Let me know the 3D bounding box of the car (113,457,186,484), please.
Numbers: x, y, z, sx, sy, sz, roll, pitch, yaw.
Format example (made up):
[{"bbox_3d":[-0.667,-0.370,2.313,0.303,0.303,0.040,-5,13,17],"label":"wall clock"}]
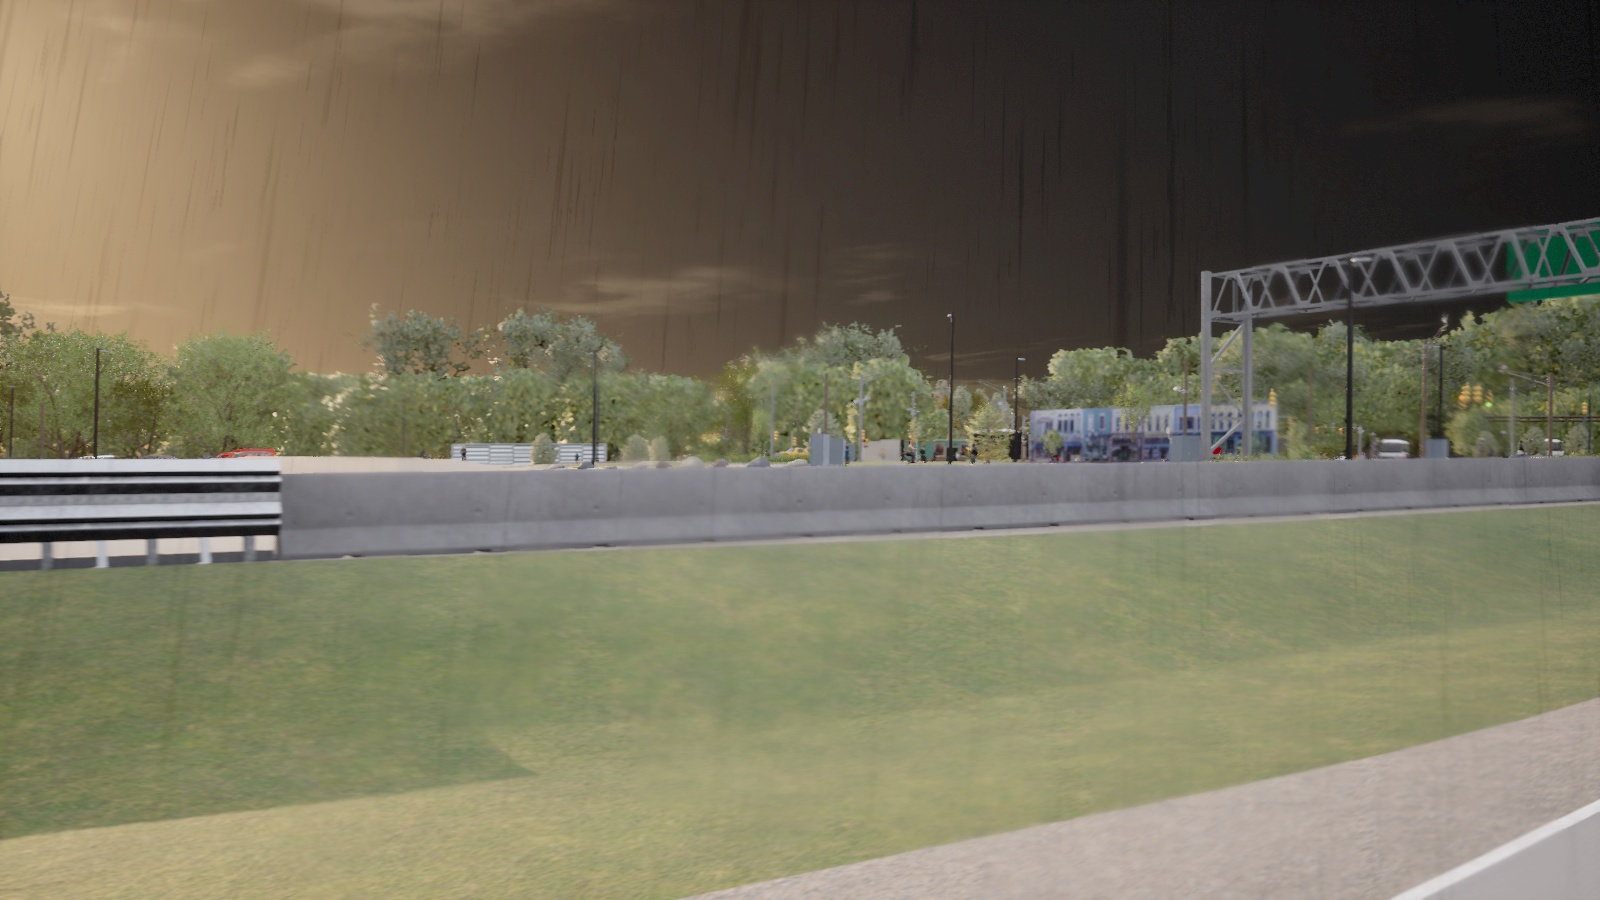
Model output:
[{"bbox_3d":[-40.103,1.287,77.453,3.633,1.501,1.845,-2,-1,-14],"label":"car"}]
